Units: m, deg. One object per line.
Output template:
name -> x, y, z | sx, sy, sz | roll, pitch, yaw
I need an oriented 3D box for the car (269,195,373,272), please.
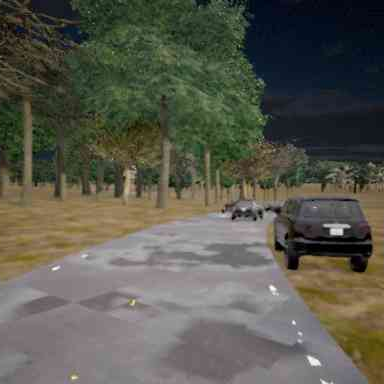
car -> 4.056, 1.117, 11.187 | 2.150, 2.045, 5.566 | 1, 0, 8

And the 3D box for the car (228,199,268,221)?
car -> 4.878, 1.446, 28.643 | 2.097, 1.767, 4.553 | 1, 0, 21

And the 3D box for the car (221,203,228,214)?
car -> 4.630, 1.665, 36.515 | 1.994, 1.385, 4.181 | 1, 0, 24

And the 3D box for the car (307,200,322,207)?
car -> 26.094, 2.398, 70.832 | 2.033, 1.411, 5.357 | 1, -1, 31
